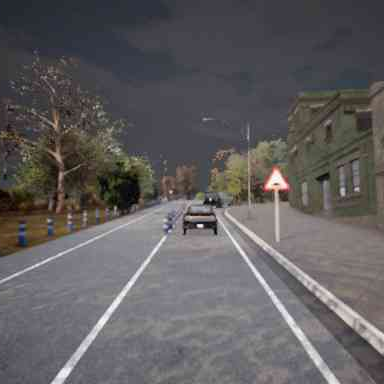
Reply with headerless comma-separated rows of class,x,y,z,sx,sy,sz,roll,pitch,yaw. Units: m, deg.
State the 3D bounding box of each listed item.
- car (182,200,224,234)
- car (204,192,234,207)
car,0.457,1.460,18.928,2.128,1.511,4.902,0,0,1
car,3.467,1.022,42.097,2.150,2.045,5.566,-5,-2,29
